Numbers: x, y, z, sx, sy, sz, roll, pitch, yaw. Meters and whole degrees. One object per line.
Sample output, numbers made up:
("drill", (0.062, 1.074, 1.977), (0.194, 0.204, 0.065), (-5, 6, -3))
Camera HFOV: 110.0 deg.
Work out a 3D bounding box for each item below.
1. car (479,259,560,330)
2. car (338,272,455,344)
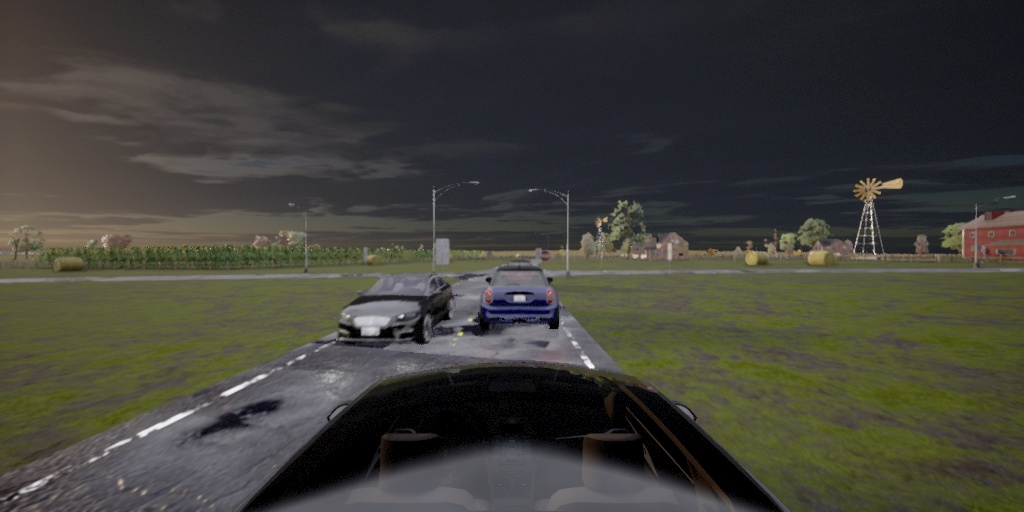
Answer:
("car", (0.220, 1.066, 11.077), (2.097, 1.767, 4.553), (0, 0, 1))
("car", (-2.751, 1.210, 9.520), (2.128, 1.511, 4.902), (0, 0, 1))
